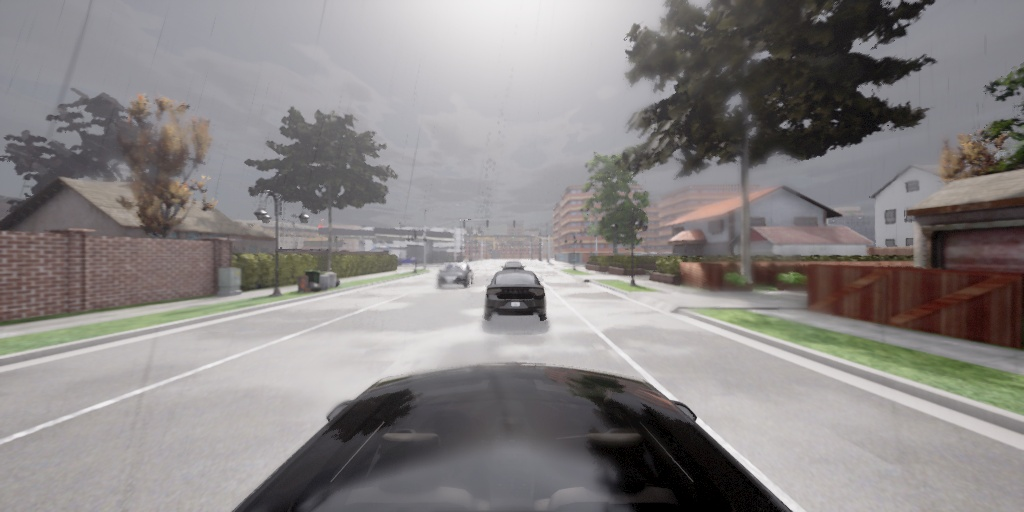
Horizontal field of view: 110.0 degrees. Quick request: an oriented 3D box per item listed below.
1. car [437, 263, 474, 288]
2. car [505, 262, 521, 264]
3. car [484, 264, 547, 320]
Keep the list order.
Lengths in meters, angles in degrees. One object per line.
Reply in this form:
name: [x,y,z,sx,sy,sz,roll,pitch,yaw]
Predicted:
car: [-3.581,1.208,23.363,2.128,1.511,4.902,0,0,0]
car: [0.111,1.210,30.056,1.837,1.490,4.892,0,0,0]
car: [0.105,1.211,12.602,1.882,1.535,5.008,0,0,0]
